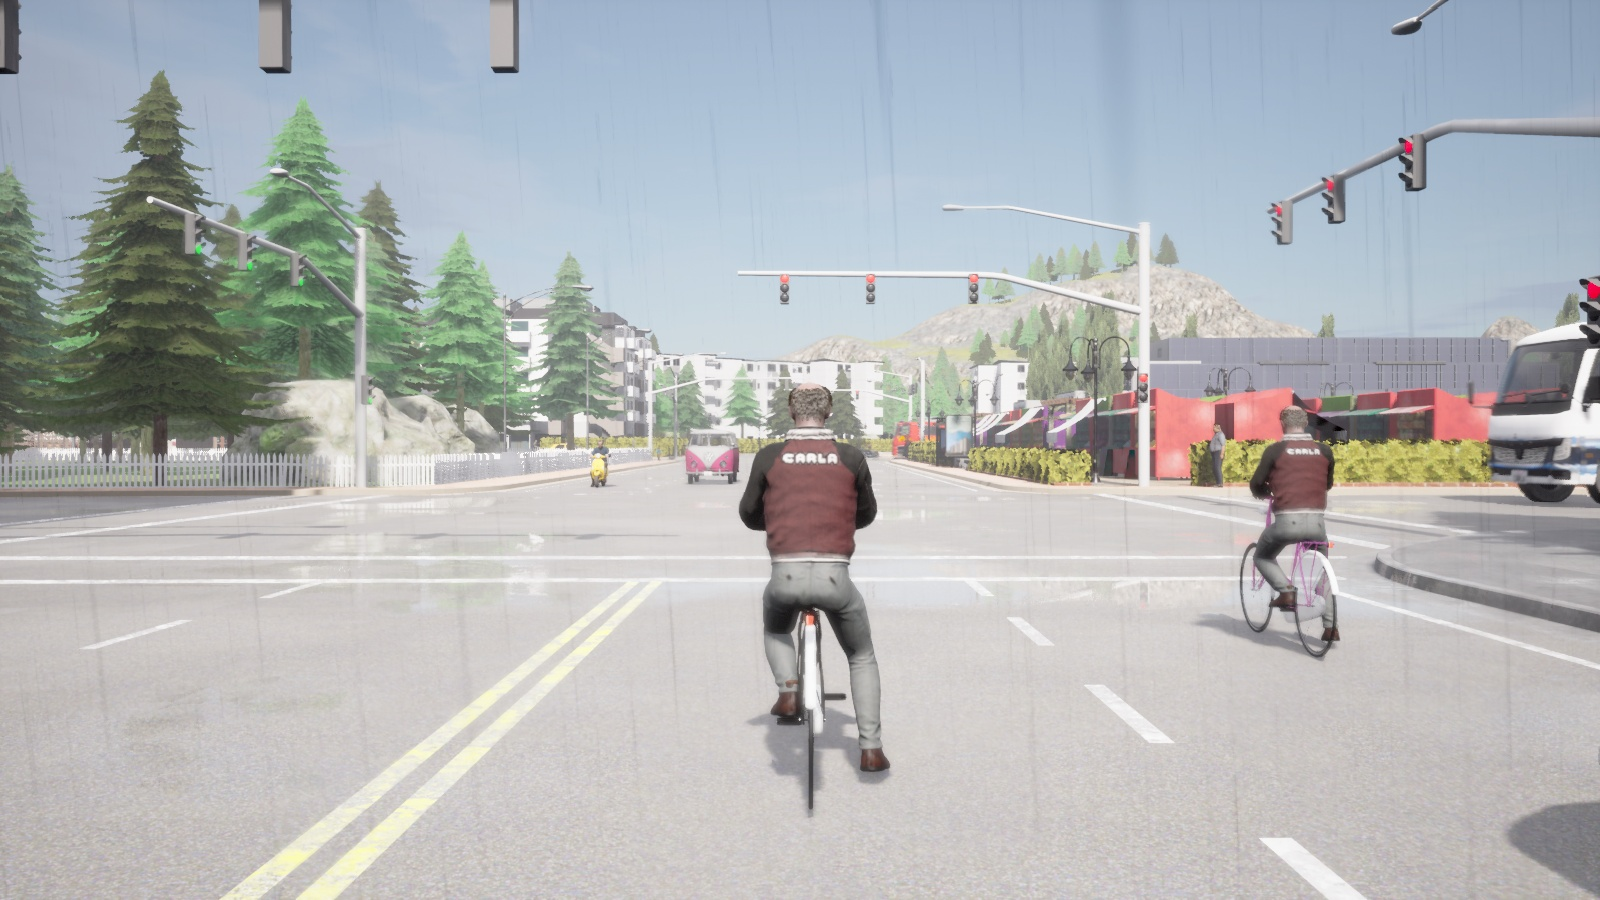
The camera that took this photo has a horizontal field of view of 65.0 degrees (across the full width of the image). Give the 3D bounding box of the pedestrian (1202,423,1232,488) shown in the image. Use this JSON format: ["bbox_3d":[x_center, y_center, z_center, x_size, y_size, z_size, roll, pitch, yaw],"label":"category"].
[{"bbox_3d":[11.835,0.153,35.629,0.694,1.848,0.540,0,0,2],"label":"pedestrian"}]

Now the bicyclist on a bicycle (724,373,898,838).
[{"bbox_3d":[0.046,0.585,5.708,0.659,1.776,1.843,0,1,0],"label":"bicyclist on a bicycle"}]

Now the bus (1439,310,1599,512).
[{"bbox_3d":[20.622,-0.829,28.433,10.273,4.253,3.944,0,0,0],"label":"bus"}]

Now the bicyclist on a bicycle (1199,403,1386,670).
[{"bbox_3d":[3.564,0.568,9.269,0.659,1.776,1.843,0,1,0],"label":"bicyclist on a bicycle"}]

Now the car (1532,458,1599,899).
[{"bbox_3d":[3.526,0.763,2.164,1.812,1.442,4.674,0,0,0],"label":"car"}]

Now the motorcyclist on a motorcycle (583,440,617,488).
[{"bbox_3d":[-6.760,0.454,42.533,0.866,1.590,1.817,0,0,0],"label":"motorcyclist on a motorcycle"}]

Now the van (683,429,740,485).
[{"bbox_3d":[-3.237,0.233,46.760,1.775,1.987,4.442,0,0,0],"label":"van"}]
